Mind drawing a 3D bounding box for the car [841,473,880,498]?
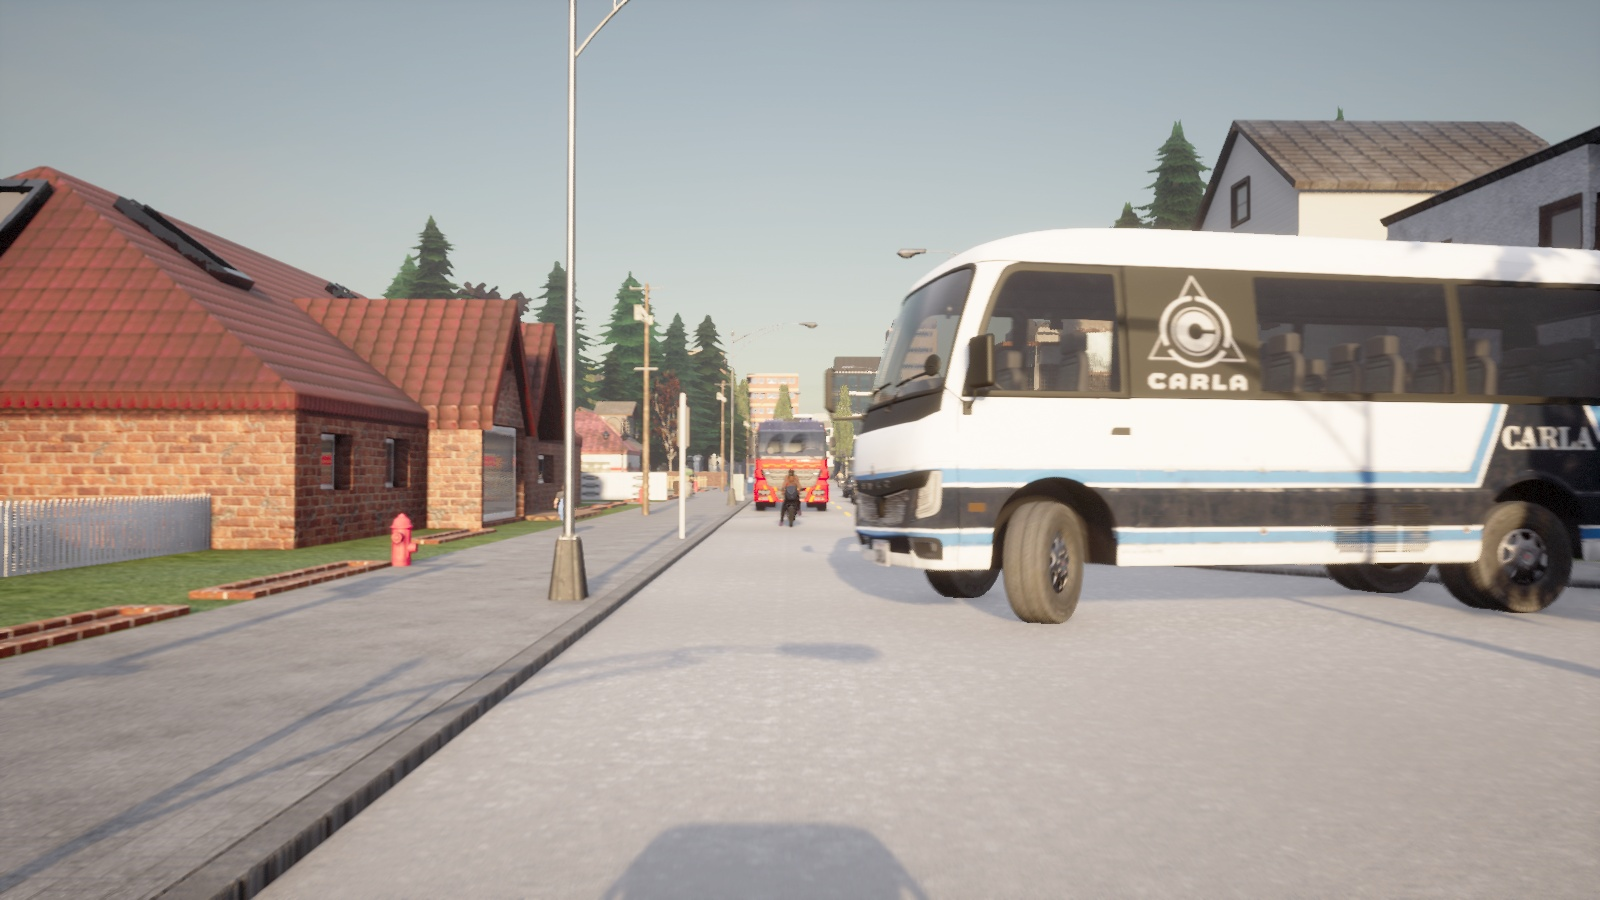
[{"bbox_3d":[3.540,2.094,74.449,2.033,1.411,5.357,0,-1,0],"label":"car"}]

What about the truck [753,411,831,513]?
[{"bbox_3d":[-0.323,0.512,51.412,2.891,3.827,8.468,0,-1,0],"label":"truck"}]

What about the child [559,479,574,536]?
[{"bbox_3d":[-5.298,1.303,28.513,0.270,1.263,0.437,0,-1,0],"label":"child"}]

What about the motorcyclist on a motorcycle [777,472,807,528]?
[{"bbox_3d":[-0.220,1.390,35.391,0.797,1.523,2.044,0,-1,0],"label":"motorcyclist on a motorcycle"}]

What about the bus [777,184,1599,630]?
[{"bbox_3d":[5.170,-0.332,14.933,10.273,4.253,3.944,0,-3,-12],"label":"bus"}]
